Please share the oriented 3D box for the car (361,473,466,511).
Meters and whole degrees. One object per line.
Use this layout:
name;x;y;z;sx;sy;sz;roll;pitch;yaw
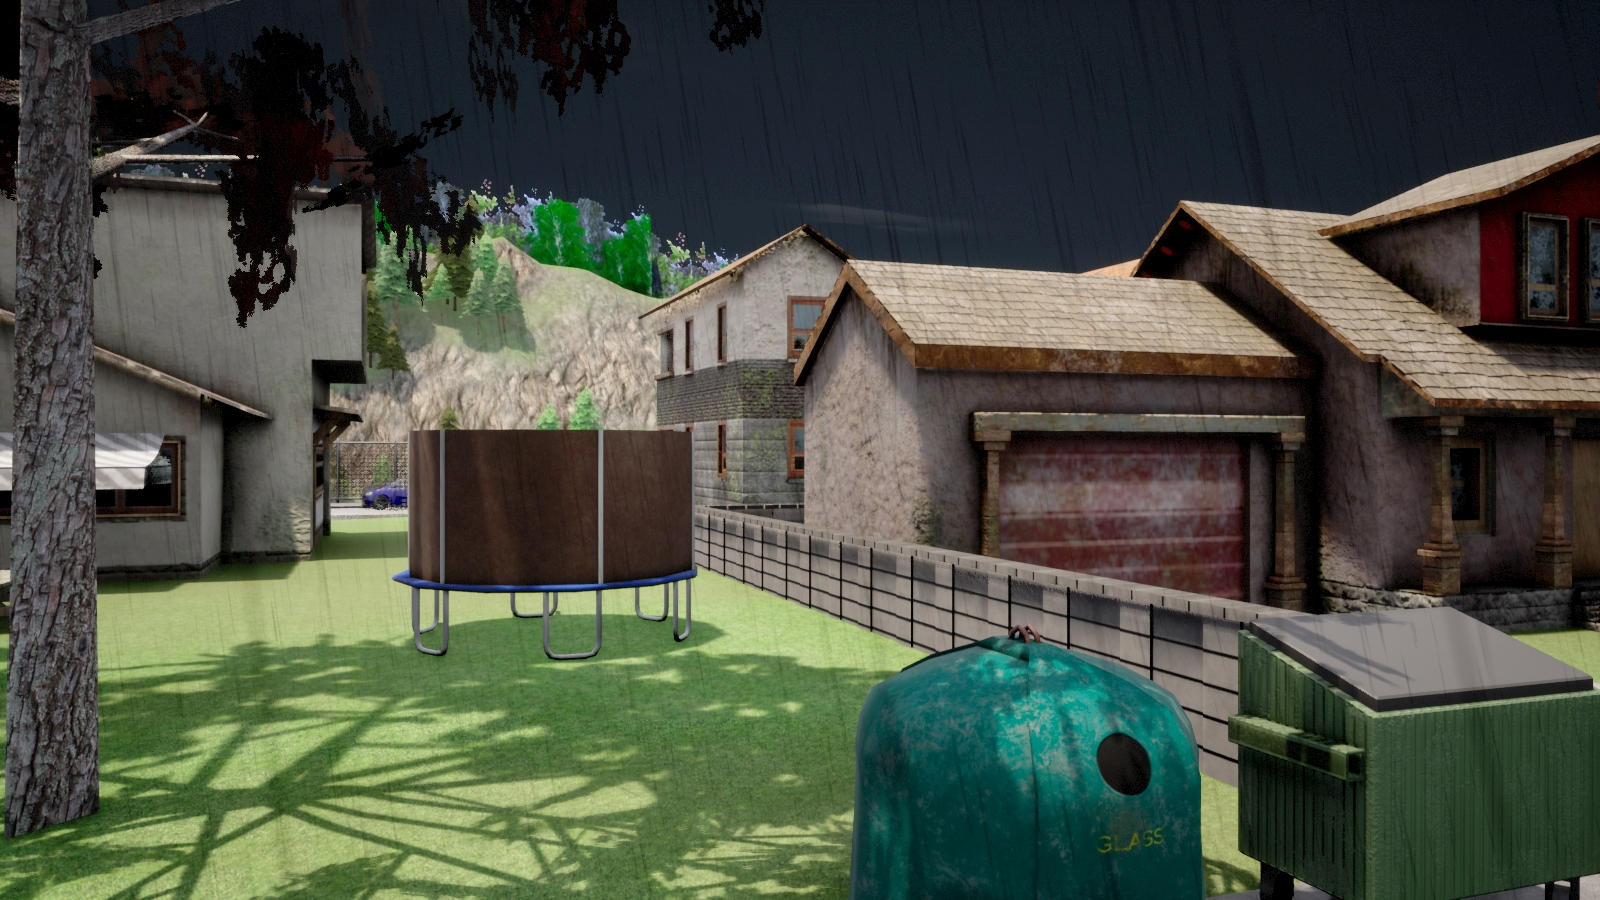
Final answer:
car;-18.304;1.967;54.131;4.611;1.667;2.242;0;0;-20
